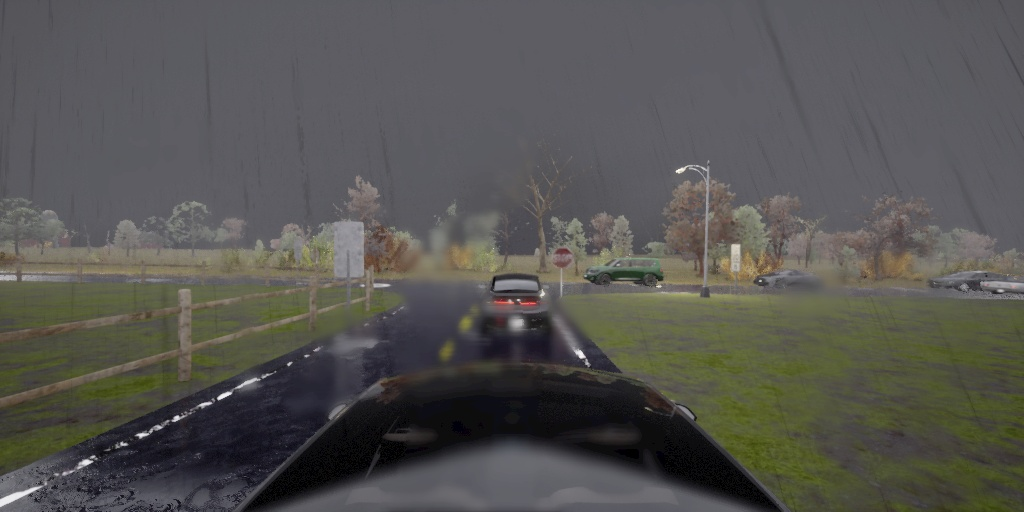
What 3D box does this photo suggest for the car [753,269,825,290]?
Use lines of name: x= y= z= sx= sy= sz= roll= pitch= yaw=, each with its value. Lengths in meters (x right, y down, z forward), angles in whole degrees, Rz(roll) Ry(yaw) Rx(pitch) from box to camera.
car: x=20.036 y=1.668 z=26.021 sx=4.181 sy=1.385 sz=1.994 roll=1 pitch=1 yaw=0

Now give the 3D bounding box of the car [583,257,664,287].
car: x=8.001 y=1.113 z=25.739 sx=5.566 sy=2.045 sz=2.150 roll=1 pitch=1 yaw=-5

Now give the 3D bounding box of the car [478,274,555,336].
car: x=0.091 y=1.251 z=10.377 sx=1.837 sy=1.490 sz=4.892 roll=0 pitch=0 yaw=-1

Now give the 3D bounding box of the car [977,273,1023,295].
car: x=33.598 y=1.990 z=23.007 sx=4.718 sy=1.301 sz=1.895 roll=1 pitch=1 yaw=0

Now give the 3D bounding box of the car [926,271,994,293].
car: x=33.139 y=1.841 z=25.947 sx=4.892 sy=1.490 sz=1.837 roll=1 pitch=1 yaw=0
